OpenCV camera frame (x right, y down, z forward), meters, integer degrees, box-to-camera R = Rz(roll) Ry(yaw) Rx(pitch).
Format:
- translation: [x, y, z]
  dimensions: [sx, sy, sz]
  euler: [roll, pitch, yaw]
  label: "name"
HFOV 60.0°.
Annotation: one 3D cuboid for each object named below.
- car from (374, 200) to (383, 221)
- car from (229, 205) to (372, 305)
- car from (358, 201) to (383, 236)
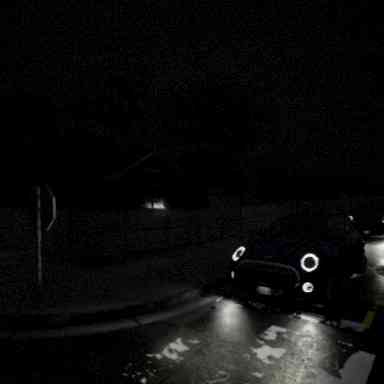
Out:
- translation: [16.281, 1.451, 27.161]
  dimensions: [1.837, 1.490, 4.892]
  euler: [-1, 0, 36]
  label: "car"
- translation: [2.812, 1.353, 8.344]
  dimensions: [2.097, 1.767, 4.553]
  euler: [-1, 0, 39]
  label: "car"
- translation: [9.590, 1.327, 17.700]
  dimensions: [2.097, 1.767, 4.553]
  euler: [-1, 0, 35]
  label: "car"
